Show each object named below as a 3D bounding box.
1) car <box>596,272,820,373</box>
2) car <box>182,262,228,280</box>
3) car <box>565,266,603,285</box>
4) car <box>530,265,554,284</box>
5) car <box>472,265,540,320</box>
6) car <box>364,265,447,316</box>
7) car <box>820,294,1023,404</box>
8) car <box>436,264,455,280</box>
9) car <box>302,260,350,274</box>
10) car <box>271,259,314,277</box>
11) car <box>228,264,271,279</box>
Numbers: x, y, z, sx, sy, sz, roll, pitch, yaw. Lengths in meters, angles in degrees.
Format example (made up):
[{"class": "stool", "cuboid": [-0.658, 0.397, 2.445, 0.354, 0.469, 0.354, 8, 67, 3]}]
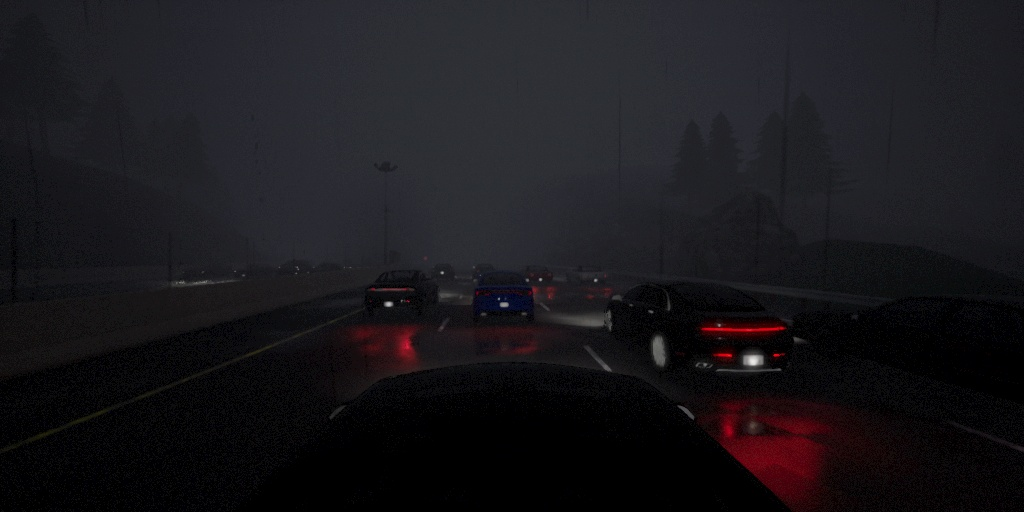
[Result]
[{"class": "car", "cuboid": [3.393, 1.252, 7.570, 1.837, 1.490, 4.892, 0, 0, -2]}, {"class": "car", "cuboid": [-27.852, 1.309, 32.994, 1.882, 1.535, 5.008, 0, 0, -12]}, {"class": "car", "cuboid": [5.356, 1.356, 26.337, 1.895, 1.301, 4.718, 0, 0, -7]}, {"class": "car", "cuboid": [1.694, 1.365, 27.283, 1.895, 1.301, 4.718, 0, 0, -8]}, {"class": "car", "cuboid": [-0.362, 1.236, 12.680, 1.882, 1.535, 5.008, 0, 0, -3]}, {"class": "car", "cuboid": [-3.910, 1.258, 13.362, 2.128, 1.511, 4.902, 0, 0, -3]}, {"class": "car", "cuboid": [6.997, 1.285, 5.336, 2.033, 1.411, 5.357, 0, 0, -1]}, {"class": "car", "cuboid": [-6.020, 1.347, 31.262, 1.994, 1.385, 4.181, 0, 0, -9]}, {"class": "car", "cuboid": [-17.254, 1.357, 33.574, 2.033, 1.411, 5.357, 0, 0, -11]}, {"class": "car", "cuboid": [-21.129, 1.170, 34.997, 2.097, 1.767, 4.553, 0, 0, -12]}, {"class": "car", "cuboid": [-24.542, 1.426, 34.343, 1.895, 1.301, 4.718, 0, 0, -12]}]
